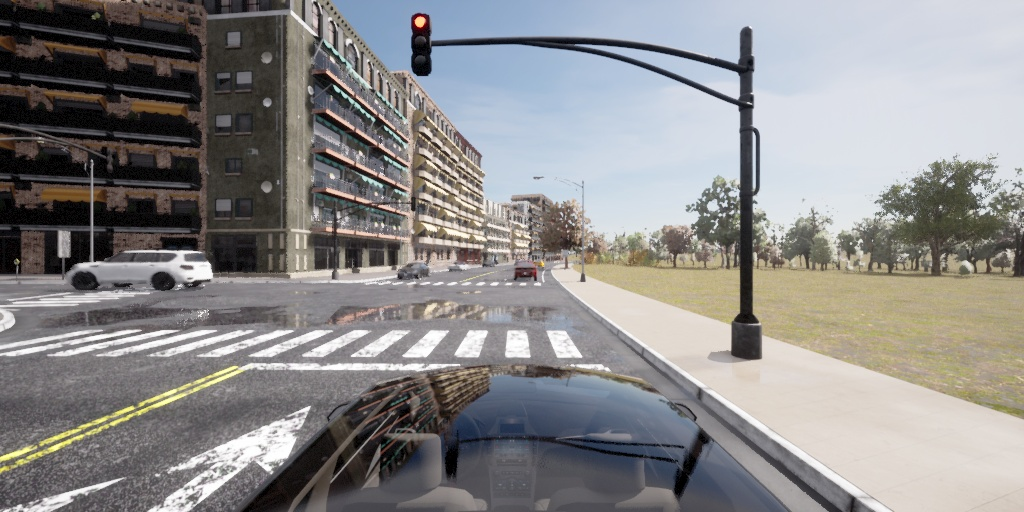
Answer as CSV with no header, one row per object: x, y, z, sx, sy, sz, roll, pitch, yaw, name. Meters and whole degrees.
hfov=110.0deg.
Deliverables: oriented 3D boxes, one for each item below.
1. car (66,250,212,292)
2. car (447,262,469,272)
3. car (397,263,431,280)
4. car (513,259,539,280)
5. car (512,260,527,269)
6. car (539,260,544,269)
-18.976,0.714,18.537,5.566,2.045,2.150,1,-1,-9,car
-7.208,1.459,48.308,1.895,1.301,4.718,0,0,6,car
-8.676,1.325,32.150,1.812,1.442,4.674,0,0,4,car
1.273,1.277,31.878,1.882,1.535,5.008,0,0,4,car
1.431,1.424,63.841,2.128,1.511,4.902,0,0,9,car
4.715,1.412,63.815,1.882,1.535,5.008,0,0,9,car
